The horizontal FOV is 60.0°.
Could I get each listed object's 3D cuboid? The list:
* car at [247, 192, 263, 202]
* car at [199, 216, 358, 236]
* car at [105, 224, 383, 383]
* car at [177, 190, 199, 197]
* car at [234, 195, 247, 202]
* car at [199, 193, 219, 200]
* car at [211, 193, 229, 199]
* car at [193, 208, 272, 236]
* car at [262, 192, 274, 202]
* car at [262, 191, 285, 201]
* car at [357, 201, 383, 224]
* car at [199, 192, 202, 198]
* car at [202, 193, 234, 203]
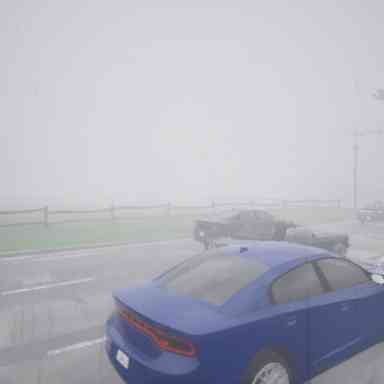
[{"bbox_3d":[10.710,1.248,65.152,2.033,1.411,5.357,0,0,-36],"label":"car"},{"bbox_3d":[2.756,1.550,10.013,4.718,1.301,1.895,0,0,-35],"label":"car"},{"bbox_3d":[1.339,1.454,4.703,5.008,1.535,1.882,-1,0,-36],"label":"car"},{"bbox_3d":[-1.400,0.565,75.803,2.150,2.045,5.566,0,0,-36],"label":"car"},{"bbox_3d":[7.698,1.288,63.303,1.994,1.385,4.181,0,0,-36],"label":"car"},{"bbox_3d":[4.035,1.056,80.236,2.128,1.511,4.902,0,0,-36],"label":"car"},{"bbox_3d":[6.861,1.033,82.301,1.812,1.442,4.674,0,0,-36],"label":"car"},{"bbox_3d":[2.385,1.414,14.047,5.008,1.535,1.882,-1,0,-36],"label":"car"},{"bbox_3d":[13.704,1.234,67.002,1.994,1.385,4.181,0,0,-36],"label":"car"},{"bbox_3d":[16.592,0.882,68.980,2.150,2.045,5.566,0,0,-36],"label":"car"},{"bbox_3d":[12.516,1.347,21.296,4.902,1.511,2.128,0,0,-36],"label":"car"},{"bbox_3d":[1.225,0.779,78.146,2.150,2.045,5.566,0,0,-36],"label":"car"},{"bbox_3d":[4.698,1.294,61.474,2.033,1.411,5.357,0,0,-35],"label":"car"}]
